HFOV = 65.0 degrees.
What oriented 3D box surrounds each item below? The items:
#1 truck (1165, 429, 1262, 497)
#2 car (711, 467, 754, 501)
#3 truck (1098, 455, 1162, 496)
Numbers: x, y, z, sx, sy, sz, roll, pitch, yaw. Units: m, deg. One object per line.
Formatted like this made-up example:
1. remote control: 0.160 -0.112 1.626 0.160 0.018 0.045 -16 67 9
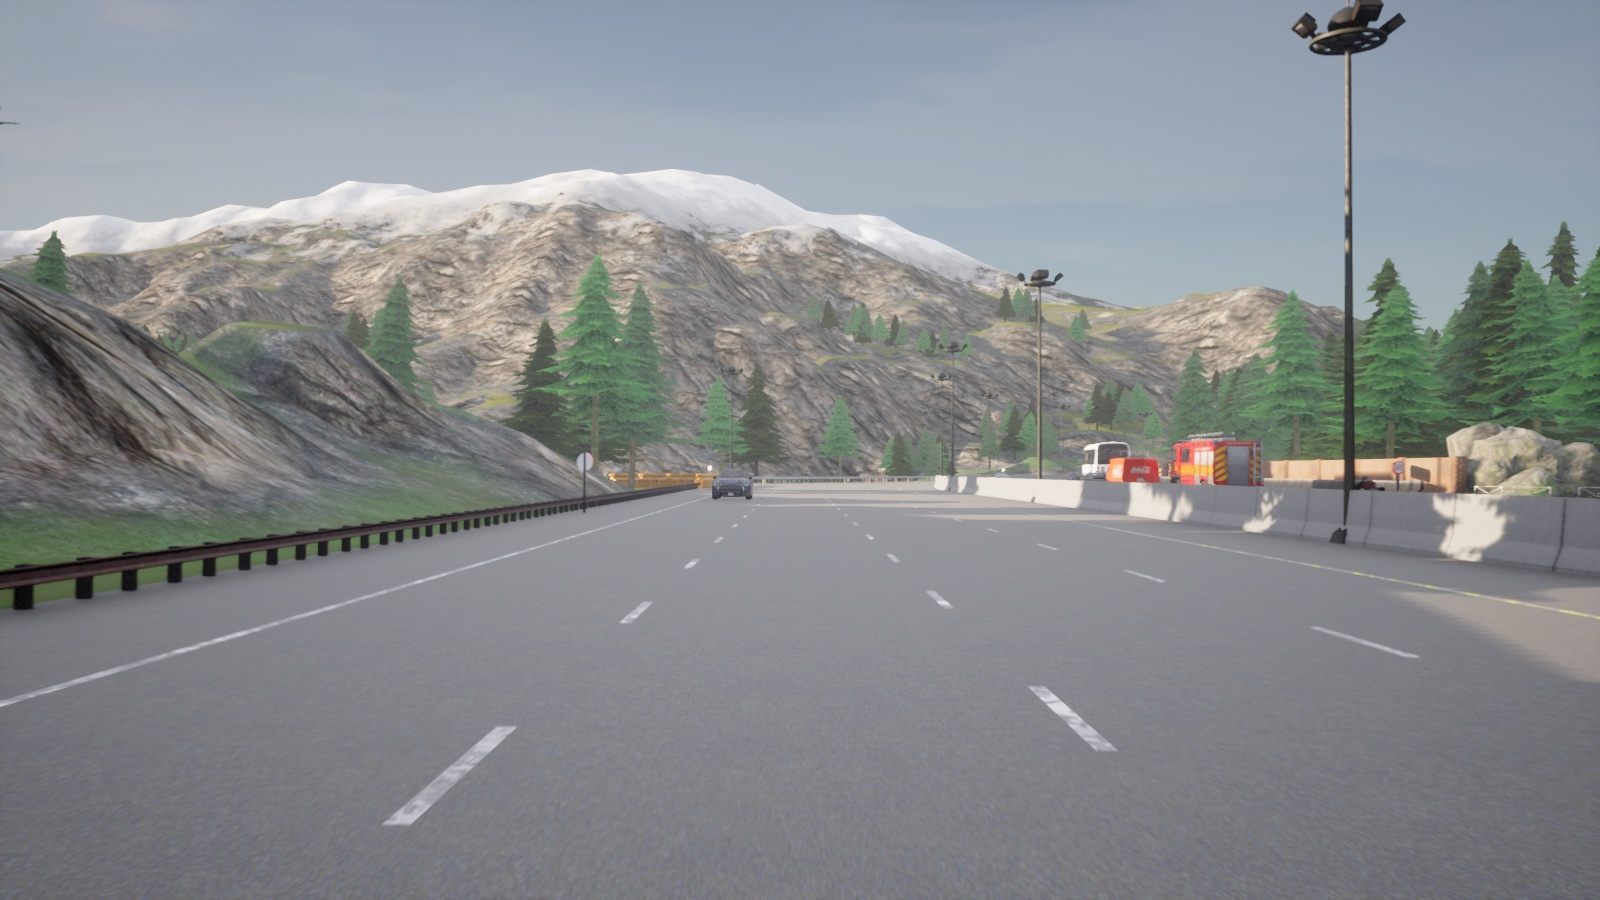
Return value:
1. truck: 24.316 0.796 74.297 2.891 3.827 8.468 0 -1 0
2. car: -3.667 1.841 68.906 2.097 1.767 4.553 0 -1 0
3. truck: 20.806 1.580 79.487 2.627 2.467 5.204 0 -1 0
